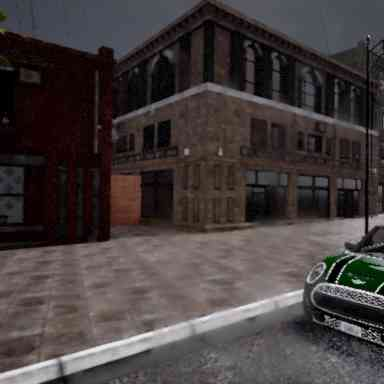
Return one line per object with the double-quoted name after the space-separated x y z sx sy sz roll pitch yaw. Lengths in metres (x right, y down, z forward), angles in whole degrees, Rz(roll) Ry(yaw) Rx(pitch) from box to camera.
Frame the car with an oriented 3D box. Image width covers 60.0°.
4.074 1.361 6.071 4.553 1.767 2.097 0 0 -36 "car"
